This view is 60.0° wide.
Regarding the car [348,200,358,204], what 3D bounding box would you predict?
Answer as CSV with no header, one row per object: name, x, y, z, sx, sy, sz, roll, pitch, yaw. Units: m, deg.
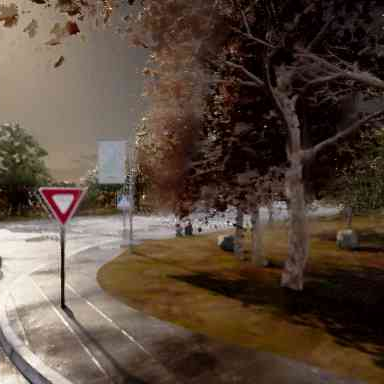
car,27.561,1.662,56.698,4.718,1.301,1.895,-2,1,-41

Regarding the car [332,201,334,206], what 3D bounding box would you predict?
car,25.070,1.578,59.173,5.008,1.535,1.882,-2,1,-40

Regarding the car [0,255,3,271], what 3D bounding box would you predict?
car,-6.797,1.899,9.171,1.812,1.442,4.674,0,-2,-16

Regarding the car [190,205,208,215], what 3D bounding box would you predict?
car,0.462,2.472,49.122,4.902,1.511,2.128,-2,1,-41

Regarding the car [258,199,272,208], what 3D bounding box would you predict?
car,12.535,2.038,59.644,4.181,1.385,1.994,-2,1,-41
